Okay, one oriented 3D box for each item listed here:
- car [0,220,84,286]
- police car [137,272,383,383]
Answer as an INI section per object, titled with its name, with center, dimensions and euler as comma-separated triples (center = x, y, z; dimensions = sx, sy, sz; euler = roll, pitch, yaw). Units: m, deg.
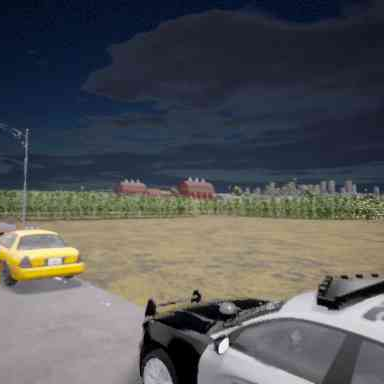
[car]
center = -5.249, 1.847, 10.651
dimensions = 1.801, 1.575, 5.366
euler = 3, -3, -41
[police car]
center = 1.321, 1.594, 3.007
dimensions = 1.930, 1.638, 5.238
euler = 3, -3, -41
